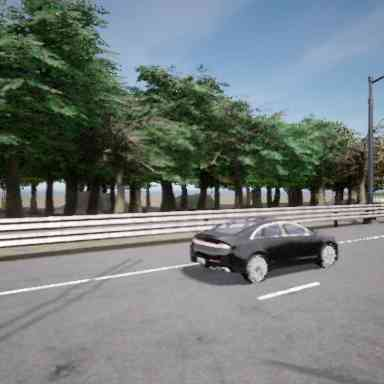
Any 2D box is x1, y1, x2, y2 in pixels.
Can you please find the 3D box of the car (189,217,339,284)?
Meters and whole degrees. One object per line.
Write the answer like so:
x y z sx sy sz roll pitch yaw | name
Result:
2.238 1.481 9.577 4.902 1.511 2.128 0 0 -34 | car
